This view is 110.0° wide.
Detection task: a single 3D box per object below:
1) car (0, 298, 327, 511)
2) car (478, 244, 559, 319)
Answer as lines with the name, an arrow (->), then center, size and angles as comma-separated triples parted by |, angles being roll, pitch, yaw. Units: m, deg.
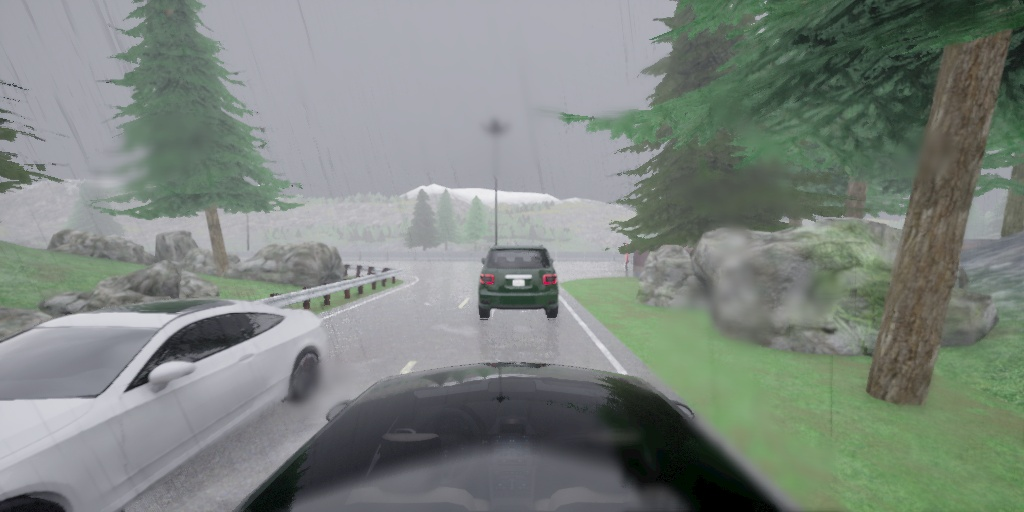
car -> -3.561, 1.218, 3.378 | 1.812, 1.442, 4.674 | 0, 2, 0
car -> 0.178, 0.645, 11.380 | 2.150, 2.045, 5.566 | 0, 2, 0
